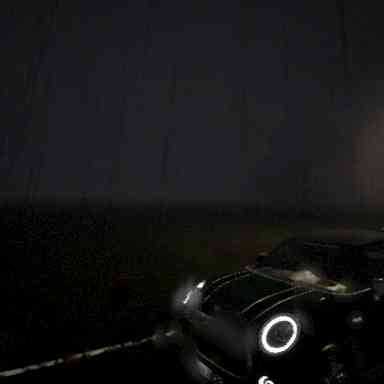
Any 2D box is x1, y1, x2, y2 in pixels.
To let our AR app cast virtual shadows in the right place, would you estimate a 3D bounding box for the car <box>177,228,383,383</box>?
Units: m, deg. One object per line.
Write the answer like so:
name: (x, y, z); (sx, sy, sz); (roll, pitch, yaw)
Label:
car: (2.047, 1.396, 4.883); (4.553, 1.767, 2.097); (0, -1, -31)
